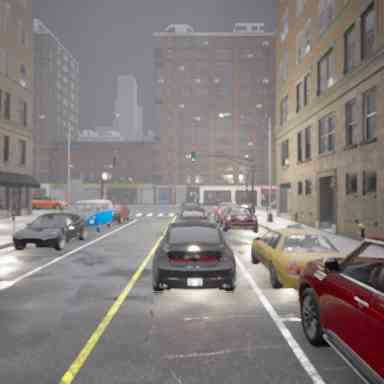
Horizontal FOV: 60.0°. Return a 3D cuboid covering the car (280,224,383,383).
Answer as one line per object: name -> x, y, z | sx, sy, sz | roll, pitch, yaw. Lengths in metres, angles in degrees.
car -> 2.679, 1.318, 3.306 | 2.192, 1.841, 5.009 | 1, 0, 0

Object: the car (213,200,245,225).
car -> 2.680, 1.475, 25.237 | 1.967, 1.590, 4.097 | 1, 0, 0

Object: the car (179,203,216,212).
car -> 0.100, 1.550, 18.130 | 1.812, 1.442, 4.674 | 0, 0, 0

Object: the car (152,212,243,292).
car -> 0.037, 1.515, 8.954 | 1.837, 1.490, 4.892 | 0, 0, -1

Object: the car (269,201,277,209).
car -> 13.467, 1.585, 47.899 | 4.553, 1.767, 2.097 | 0, -1, 0

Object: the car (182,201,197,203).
car -> -0.248, 1.572, 32.561 | 2.033, 1.411, 5.357 | 0, 1, -6

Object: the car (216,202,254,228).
car -> 2.679, 1.466, 19.754 | 1.967, 1.590, 4.097 | 1, 0, 0

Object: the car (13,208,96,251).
car -> -5.848, 1.583, 14.274 | 1.947, 1.339, 4.313 | 1, 0, 0

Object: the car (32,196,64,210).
car -> -16.379, 1.241, 38.140 | 4.553, 1.767, 2.097 | 0, -1, 0

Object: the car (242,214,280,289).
car -> 2.677, 1.535, 8.959 | 1.752, 1.417, 4.829 | 1, 0, 0

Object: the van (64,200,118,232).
van -> -5.845, 1.367, 19.756 | 1.690, 1.788, 3.998 | 1, 0, 0

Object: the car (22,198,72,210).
car -> -17.975, 1.462, 41.397 | 5.357, 1.411, 2.033 | 0, -1, 0

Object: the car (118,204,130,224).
car -> -5.846, 1.579, 25.239 | 1.887, 1.381, 4.507 | 1, 0, 0
